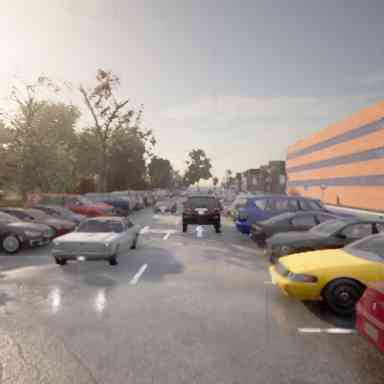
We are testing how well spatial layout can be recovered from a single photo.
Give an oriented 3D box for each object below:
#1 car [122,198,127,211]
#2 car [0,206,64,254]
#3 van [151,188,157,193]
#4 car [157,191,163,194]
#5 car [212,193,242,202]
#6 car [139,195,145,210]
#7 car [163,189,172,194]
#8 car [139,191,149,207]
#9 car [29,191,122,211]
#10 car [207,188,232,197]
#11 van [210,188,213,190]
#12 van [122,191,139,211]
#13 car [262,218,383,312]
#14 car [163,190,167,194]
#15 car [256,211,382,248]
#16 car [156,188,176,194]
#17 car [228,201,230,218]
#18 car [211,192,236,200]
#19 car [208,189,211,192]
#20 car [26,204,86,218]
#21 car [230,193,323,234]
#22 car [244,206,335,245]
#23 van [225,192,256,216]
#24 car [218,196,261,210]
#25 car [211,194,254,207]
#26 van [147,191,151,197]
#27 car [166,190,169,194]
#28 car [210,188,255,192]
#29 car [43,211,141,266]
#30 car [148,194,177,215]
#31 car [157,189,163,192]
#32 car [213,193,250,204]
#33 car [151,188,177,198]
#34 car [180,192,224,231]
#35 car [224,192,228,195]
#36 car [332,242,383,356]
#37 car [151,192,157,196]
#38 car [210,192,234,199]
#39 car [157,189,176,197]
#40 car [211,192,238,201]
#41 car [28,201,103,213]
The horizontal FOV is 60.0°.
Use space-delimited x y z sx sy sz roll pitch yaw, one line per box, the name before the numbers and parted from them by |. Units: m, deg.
car | -7.604 1.406 23.921 5.008 1.535 2.097 0 0 1
car | -7.889 1.431 12.743 4.892 1.521 2.231 0 0 1
van | -7.236 0.825 43.812 4.442 1.987 1.878 0 1 1
car | -7.061 0.999 46.510 5.008 1.535 2.097 0 1 1
car | 5.721 0.913 54.870 4.674 1.452 2.002 0 1 1
car | -7.430 1.301 32.526 4.792 1.488 2.163 0 1 1
car | -6.707 0.722 60.745 5.008 1.535 2.097 0 1 1
car | -7.300 1.093 35.218 4.553 1.767 2.185 0 1 1
car | -7.650 1.163 21.085 5.566 2.045 2.435 0 0 1
car | 6.295 0.172 77.459 5.566 2.045 2.435 0 1 1
van | 5.671 0.592 57.692 4.442 1.987 1.878 0 1 1
van | -7.348 1.101 29.692 4.442 1.987 1.878 0 1 1
car | 4.371 1.478 6.835 5.366 1.575 1.946 0 0 1
car | -6.914 0.889 52.154 5.008 1.535 2.097 0 1 1
car | 4.630 1.477 9.656 5.008 1.535 2.097 0 0 1
car | -6.449 0.501 72.034 4.892 1.521 2.231 0 1 1
car | 4.895 1.496 20.955 4.674 1.452 2.002 0 0 1
car | 5.921 0.748 63.343 4.674 1.452 2.002 0 1 1
car | 1.211 0.885 47.049 2.097 1.767 4.553 0 1 1
car | -7.787 1.454 15.440 4.792 1.488 2.163 0 0 1
car | 4.790 1.215 15.304 5.566 2.045 2.435 0 0 1
car | 4.687 1.472 12.480 5.008 1.535 2.097 0 0 1
van | 4.847 1.222 23.661 4.442 1.987 1.878 0 0 1
car | 5.305 1.243 37.924 4.674 1.452 2.002 0 1 1
car | 5.260 1.089 43.577 5.366 1.575 1.946 0 1 1
van | -7.377 0.936 38.165 4.442 1.987 1.878 0 1 1
car | -6.855 0.834 54.976 5.008 1.535 2.097 0 1 1
car | 5.349 0.896 40.743 5.566 2.045 2.435 0 1 1
car | -3.095 1.568 11.622 1.895 1.301 4.718 0 0 1
car | -2.532 1.303 32.243 2.128 1.511 4.902 0 1 2
car | -7.018 0.819 49.330 4.553 1.767 2.185 0 1 1
car | 5.767 0.981 49.216 5.366 1.575 1.946 0 1 1
car | -6.349 0.193 74.727 5.566 2.045 2.435 0 1 1
car | 0.556 1.184 20.310 2.150 2.045 5.566 0 0 2
car | 5.209 1.132 35.097 4.553 1.767 2.185 0 1 1
car | 4.485 1.527 4.006 4.674 1.452 2.002 0 0 1
car | -7.197 1.108 40.990 4.892 1.521 2.231 0 1 1
car | 5.994 0.693 66.168 4.674 1.452 2.002 0 1 1
car | -6.174 0.191 80.506 4.553 1.767 2.185 0 0 1
car | 5.884 0.793 60.518 4.792 1.488 2.163 0 1 1
car | -7.718 1.449 18.263 4.792 1.488 2.163 0 0 1
